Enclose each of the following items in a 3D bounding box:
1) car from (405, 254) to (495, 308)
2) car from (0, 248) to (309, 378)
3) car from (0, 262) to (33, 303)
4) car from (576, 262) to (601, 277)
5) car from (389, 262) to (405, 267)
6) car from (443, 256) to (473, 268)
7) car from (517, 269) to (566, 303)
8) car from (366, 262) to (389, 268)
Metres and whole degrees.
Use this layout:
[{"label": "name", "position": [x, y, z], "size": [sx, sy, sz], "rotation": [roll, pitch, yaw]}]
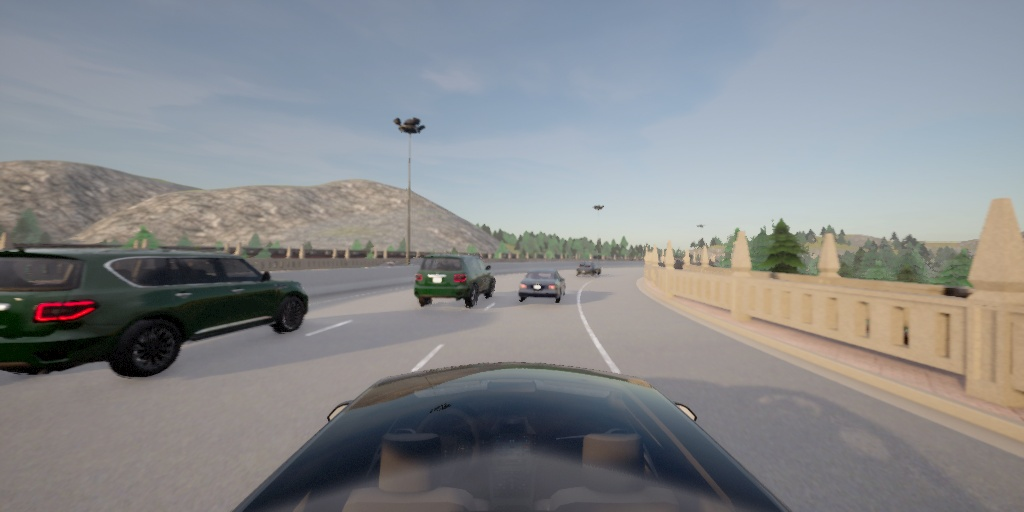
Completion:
[{"label": "car", "position": [-2.255, 0.953, 15.407], "size": [2.150, 2.045, 5.566], "rotation": [0, 0, 9]}, {"label": "car", "position": [-6.657, 0.897, 7.316], "size": [2.150, 2.045, 5.566], "rotation": [1, 0, 3]}, {"label": "car", "position": [-20.446, 1.010, 11.983], "size": [2.128, 1.511, 4.902], "rotation": [1, 0, 6]}, {"label": "car", "position": [8.120, 1.355, 37.705], "size": [2.128, 1.511, 4.902], "rotation": [1, 0, 25]}, {"label": "car", "position": [-8.838, 1.017, 33.292], "size": [2.097, 1.767, 4.553], "rotation": [1, 0, 19]}, {"label": "car", "position": [-7.915, 0.848, 52.950], "size": [2.097, 1.767, 4.553], "rotation": [1, 0, 29]}, {"label": "car", "position": [1.511, 1.324, 17.071], "size": [2.033, 1.411, 5.357], "rotation": [1, 0, 11]}, {"label": "car", "position": [-11.982, 1.231, 34.970], "size": [1.895, 1.301, 4.718], "rotation": [1, 0, 19]}]
